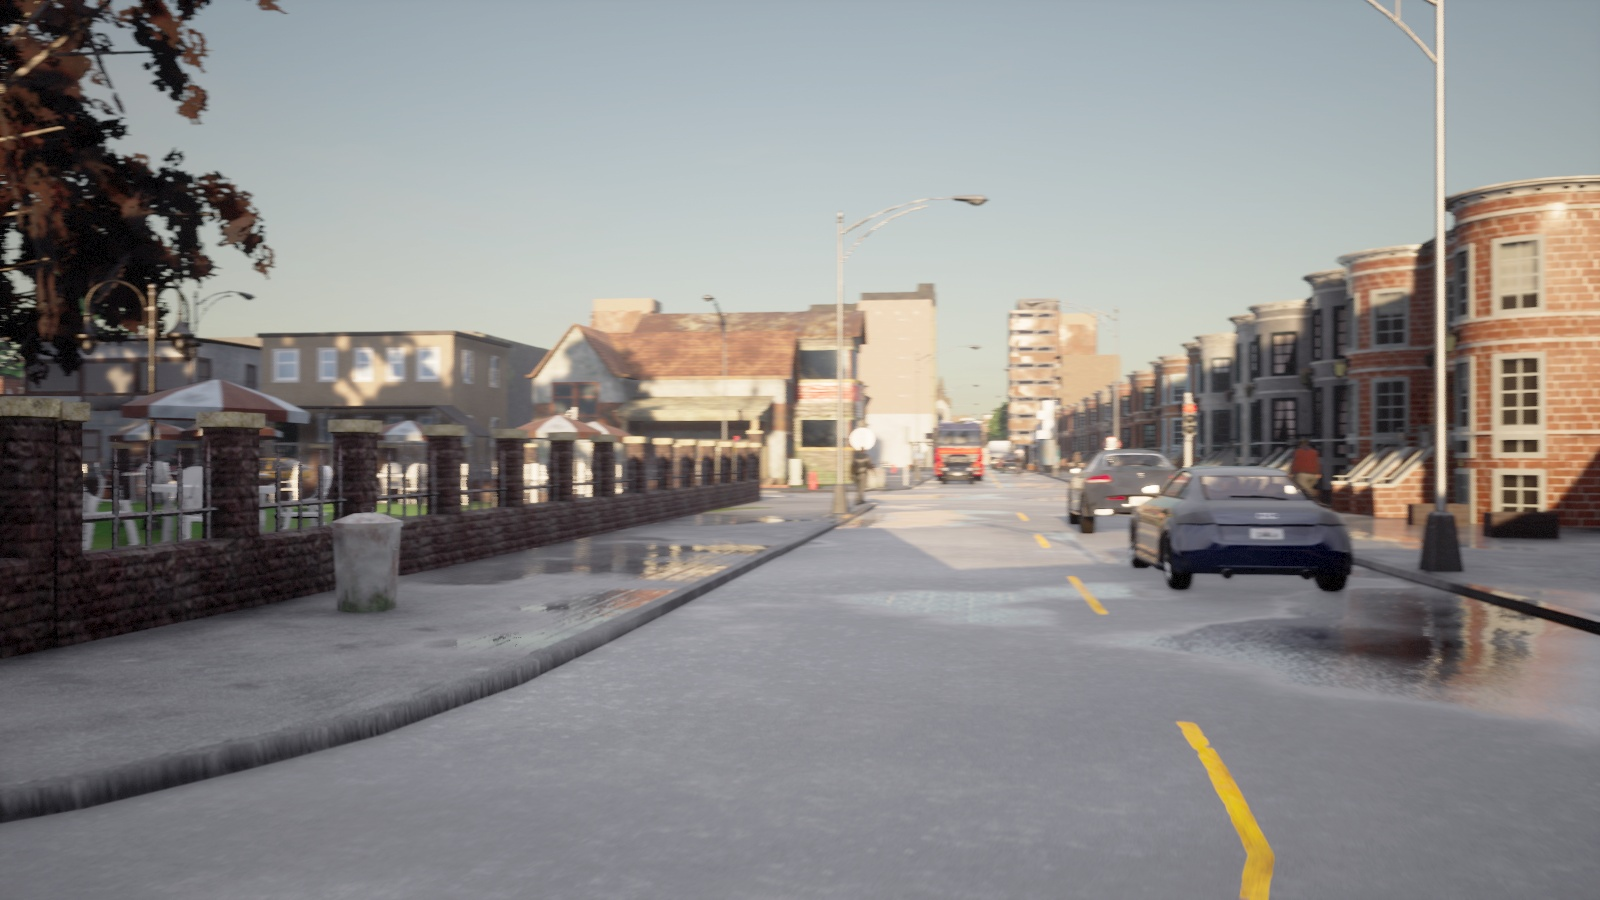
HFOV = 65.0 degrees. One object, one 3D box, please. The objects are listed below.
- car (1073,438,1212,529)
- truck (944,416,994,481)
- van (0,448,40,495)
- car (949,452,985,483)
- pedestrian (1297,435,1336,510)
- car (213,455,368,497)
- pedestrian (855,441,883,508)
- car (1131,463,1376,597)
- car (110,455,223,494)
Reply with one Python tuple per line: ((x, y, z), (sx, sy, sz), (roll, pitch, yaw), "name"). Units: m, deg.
((6.822, 0.624, 25.559), (2.152, 1.651, 5.027), (0, 0, 9), "car")
((10.524, -0.071, 77.896), (2.891, 3.827, 8.468), (0, 0, 8), "truck")
((-35.903, 0.925, 54.909), (4.442, 1.987, 1.775), (0, 0, 9), "van")
((9.013, 0.946, 67.660), (1.851, 1.617, 3.988), (0, 0, 9), "car")
((12.837, 0.558, 31.243), (0.634, 1.844, 0.899), (0, 0, 3), "pedestrian")
((-19.620, 1.010, 48.457), (5.366, 1.575, 1.801), (0, 0, 8), "car")
((1.973, 0.686, 35.933), (0.563, 1.883, 0.849), (0, 0, 21), "pedestrian")
((5.330, 0.863, 15.359), (1.994, 1.385, 4.181), (0, 0, 8), "car")
((-27.008, 1.026, 53.595), (3.988, 1.617, 1.851), (0, 0, 8), "car")
